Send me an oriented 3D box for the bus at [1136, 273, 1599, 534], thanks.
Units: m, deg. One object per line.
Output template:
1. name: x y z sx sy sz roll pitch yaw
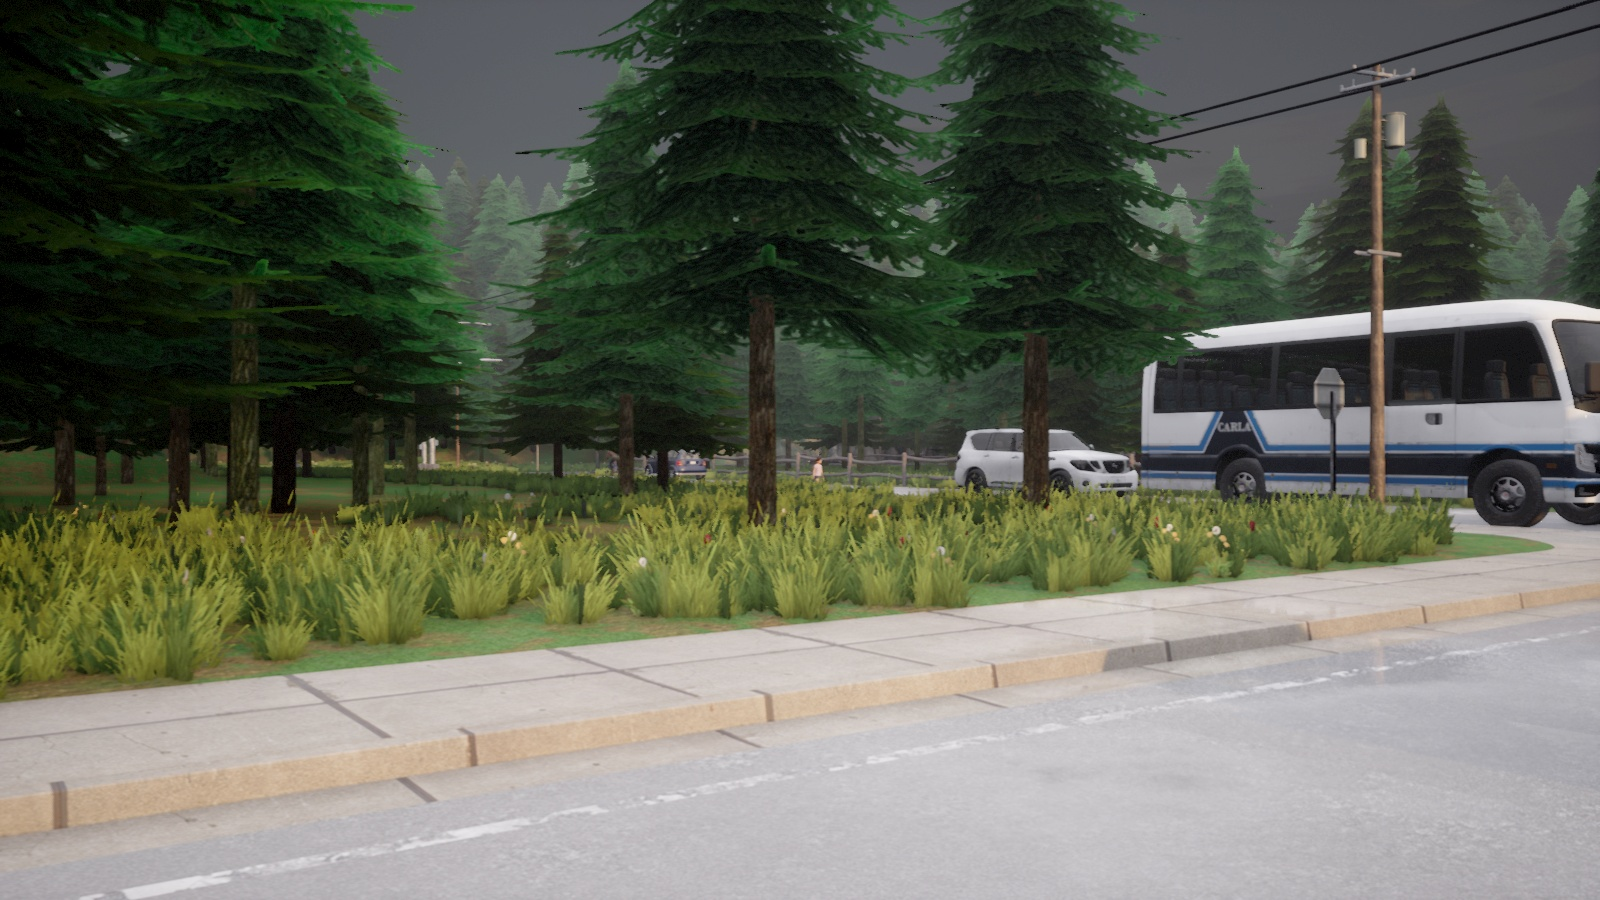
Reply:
1. bus: 12.144 -0.745 25.577 3.944 4.253 10.273 0 0 -32

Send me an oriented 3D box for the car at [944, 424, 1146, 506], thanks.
1. car: 6.574 0.382 34.379 2.150 2.045 5.566 0 0 -33

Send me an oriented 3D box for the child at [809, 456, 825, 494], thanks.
1. child: 0.511 0.738 36.787 0.394 1.110 0.255 0 0 41

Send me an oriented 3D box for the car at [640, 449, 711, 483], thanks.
1. car: -5.934 0.718 59.459 1.789 1.549 3.705 0 0 -34
